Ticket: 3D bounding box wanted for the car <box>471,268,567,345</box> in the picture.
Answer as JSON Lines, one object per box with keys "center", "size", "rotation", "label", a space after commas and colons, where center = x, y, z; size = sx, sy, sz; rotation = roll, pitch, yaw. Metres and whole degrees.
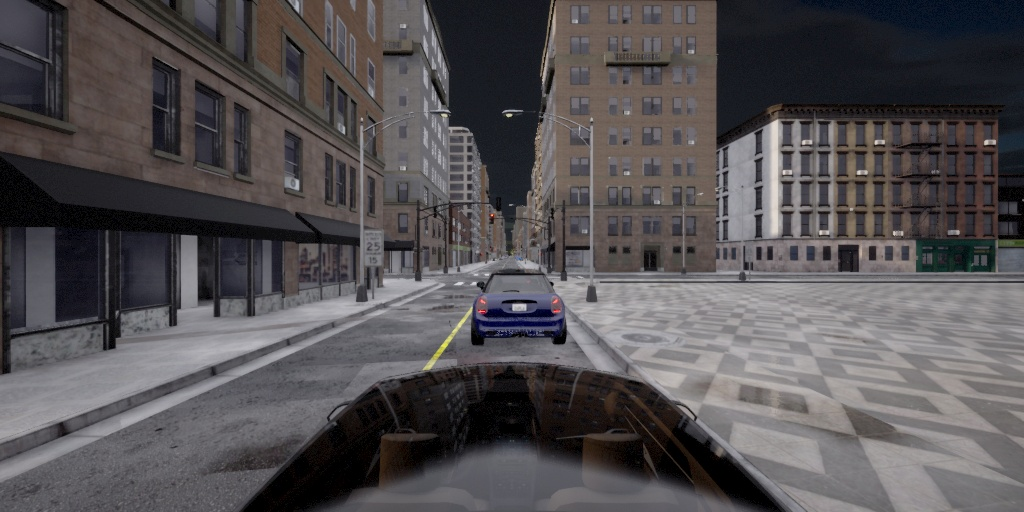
{"center": [0.102, 1.102, 9.661], "size": [2.097, 1.767, 4.553], "rotation": [0, 0, -1], "label": "car"}
